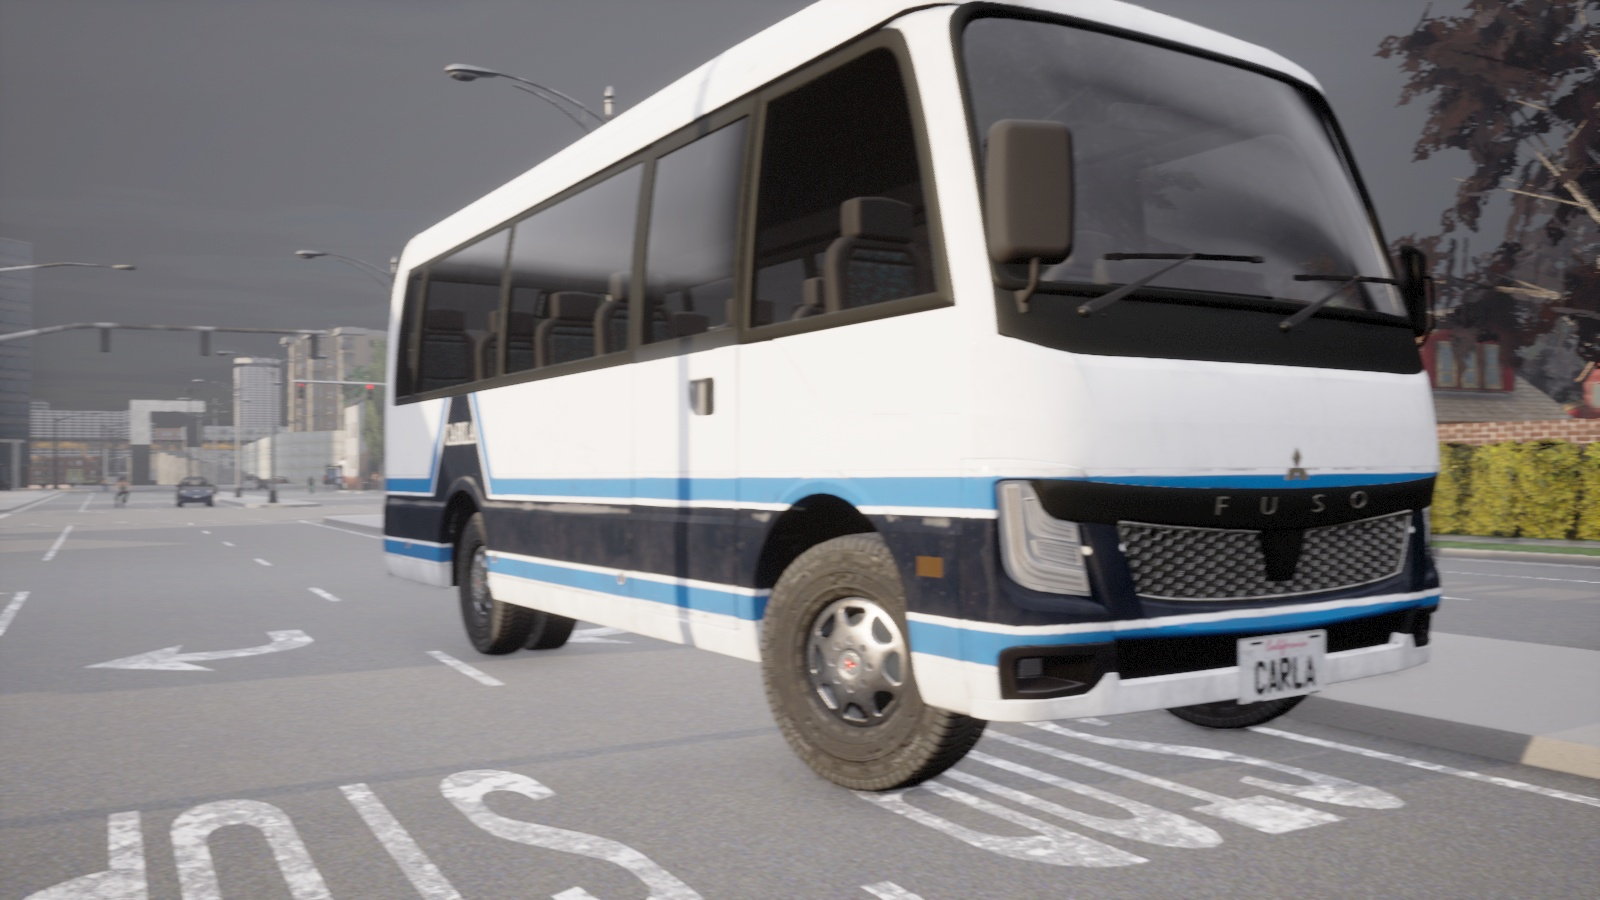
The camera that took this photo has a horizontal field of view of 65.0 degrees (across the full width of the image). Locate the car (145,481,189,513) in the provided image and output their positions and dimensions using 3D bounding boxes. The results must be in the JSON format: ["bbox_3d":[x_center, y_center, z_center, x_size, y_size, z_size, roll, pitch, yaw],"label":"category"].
[{"bbox_3d":[-33.953,2.486,67.331,1.851,1.617,3.988,0,-1,-30],"label":"car"}]

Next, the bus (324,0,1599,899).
[{"bbox_3d":[-0.340,-0.378,9.604,3.944,4.253,10.273,0,-1,-34],"label":"bus"}]
